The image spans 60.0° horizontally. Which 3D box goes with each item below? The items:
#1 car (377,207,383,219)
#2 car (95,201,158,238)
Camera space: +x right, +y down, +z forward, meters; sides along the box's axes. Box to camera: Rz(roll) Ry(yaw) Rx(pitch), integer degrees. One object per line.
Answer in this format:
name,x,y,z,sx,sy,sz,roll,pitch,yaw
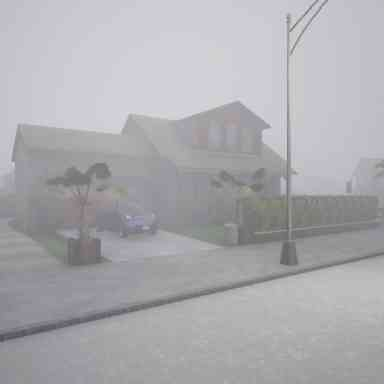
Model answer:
car,14.204,1.505,28.566,1.837,1.490,4.892,0,0,-35
car,-3.041,1.174,15.278,1.845,1.501,3.633,0,0,-38
